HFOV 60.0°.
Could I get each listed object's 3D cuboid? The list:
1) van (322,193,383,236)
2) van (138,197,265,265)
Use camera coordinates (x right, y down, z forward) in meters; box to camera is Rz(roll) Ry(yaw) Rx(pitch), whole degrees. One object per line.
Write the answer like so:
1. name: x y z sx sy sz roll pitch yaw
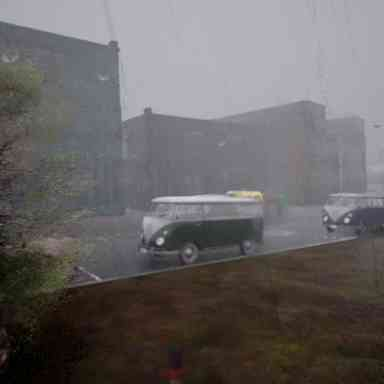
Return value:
1. van: 8.367 1.066 16.904 4.442 1.987 1.878 1 0 -38
2. van: 0.362 1.147 10.992 4.442 1.987 1.878 1 0 -38
